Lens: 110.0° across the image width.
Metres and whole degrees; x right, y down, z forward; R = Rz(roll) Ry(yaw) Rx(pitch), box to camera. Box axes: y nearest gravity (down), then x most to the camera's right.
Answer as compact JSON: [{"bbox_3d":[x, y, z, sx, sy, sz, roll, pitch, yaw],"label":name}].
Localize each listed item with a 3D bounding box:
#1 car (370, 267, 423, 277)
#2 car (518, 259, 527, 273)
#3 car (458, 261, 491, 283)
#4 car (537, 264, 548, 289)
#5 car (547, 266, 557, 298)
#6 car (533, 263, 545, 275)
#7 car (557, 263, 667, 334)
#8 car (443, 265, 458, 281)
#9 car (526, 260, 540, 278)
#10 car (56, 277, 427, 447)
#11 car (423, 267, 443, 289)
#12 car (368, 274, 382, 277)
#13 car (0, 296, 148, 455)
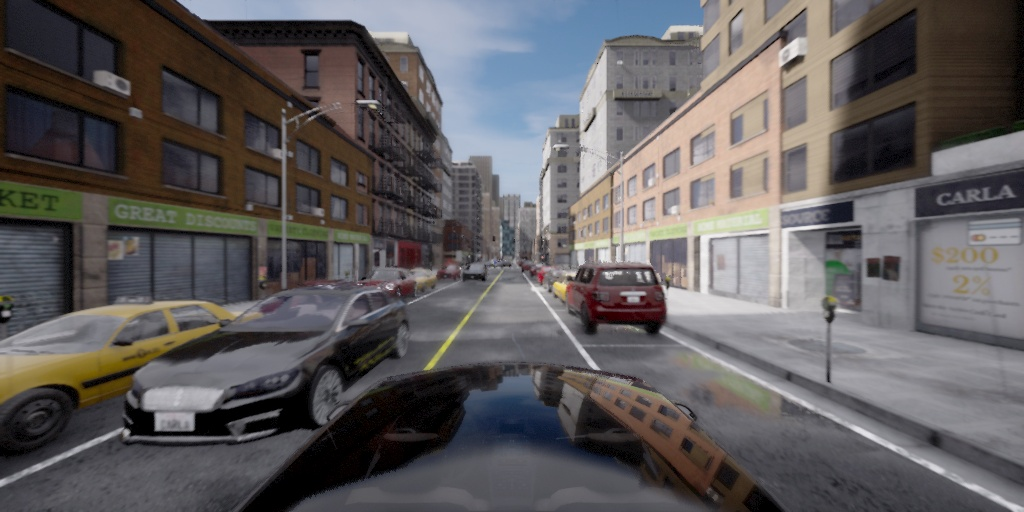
[{"bbox_3d":[-5.671,1.272,16.285,1.967,1.591,4.097,0,0,0],"label":"car"},{"bbox_3d":[2.381,1.427,51.168,2.097,1.767,4.553,0,0,0],"label":"car"},{"bbox_3d":[-3.098,1.405,30.867,1.882,1.535,5.008,0,0,0],"label":"car"},{"bbox_3d":[2.855,1.418,21.782,2.007,1.370,4.403,0,0,0],"label":"car"},{"bbox_3d":[2.855,1.358,16.456,1.751,1.417,4.829,0,0,0],"label":"car"},{"bbox_3d":[2.854,1.449,27.279,1.888,1.381,4.507,0,0,0],"label":"car"},{"bbox_3d":[2.856,1.115,10.790,2.192,1.841,5.009,0,0,0],"label":"car"},{"bbox_3d":[-5.672,1.485,32.774,1.888,1.381,4.507,0,0,0],"label":"car"},{"bbox_3d":[2.852,1.419,38.272,1.967,1.591,4.097,0,0,0],"label":"car"},{"bbox_3d":[-3.063,1.264,5.719,2.128,1.511,4.902,0,0,0],"label":"car"},{"bbox_3d":[-5.671,1.392,21.611,1.751,1.417,4.829,0,0,0],"label":"car"},{"bbox_3d":[-5.670,1.381,10.788,1.802,1.307,4.207,0,0,0],"label":"car"},{"bbox_3d":[-5.669,1.294,5.121,1.751,1.417,4.829,0,0,0],"label":"car"}]
